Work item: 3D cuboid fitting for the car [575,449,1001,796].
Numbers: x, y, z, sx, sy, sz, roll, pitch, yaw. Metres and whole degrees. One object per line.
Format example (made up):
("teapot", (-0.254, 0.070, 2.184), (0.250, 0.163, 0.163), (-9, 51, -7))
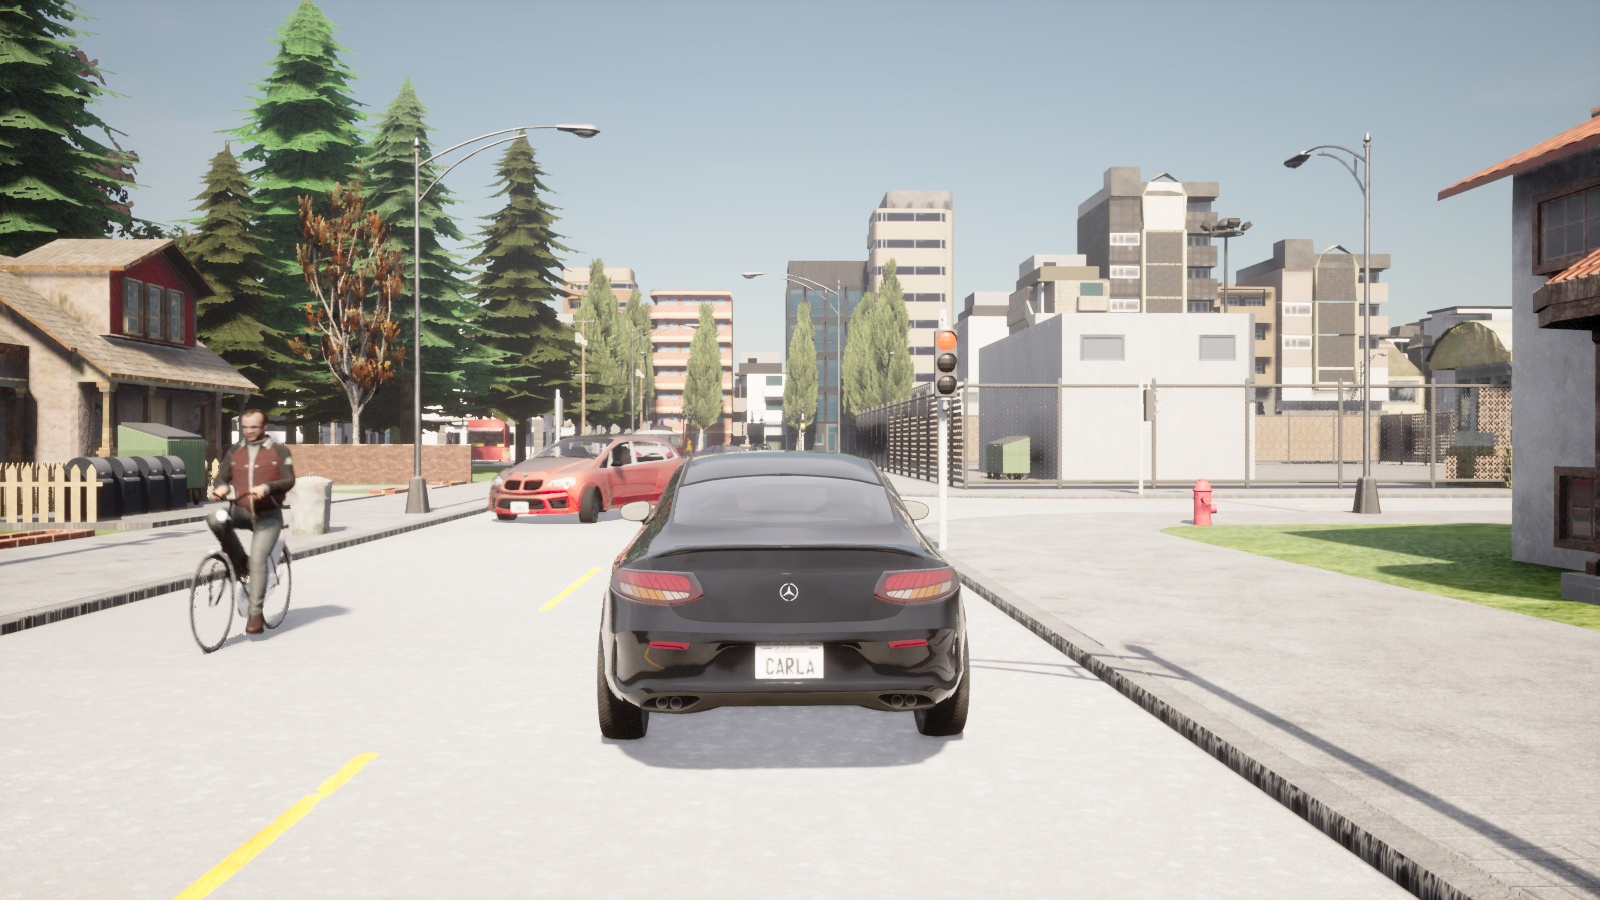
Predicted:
("car", (-0.142, 0.729, 7.674), (1.812, 1.442, 4.674), (0, 0, -2))

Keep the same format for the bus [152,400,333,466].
("bus", (-36.825, -1.130, 83.327), (10.273, 4.253, 3.944), (0, 0, -2))

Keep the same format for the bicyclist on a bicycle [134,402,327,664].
("bicyclist on a bicycle", (-4.205, 0.560, 9.428), (0.659, 1.776, 1.843), (0, 0, -2))

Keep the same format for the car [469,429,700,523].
("car", (-4.129, 0.447, 24.886), (2.242, 1.667, 4.611), (0, 0, 26))

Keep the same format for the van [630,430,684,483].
("van", (-5.522, 0.218, 49.039), (1.775, 1.987, 4.442), (0, 0, -2))

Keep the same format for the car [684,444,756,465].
("car", (-5.551, 0.300, 86.765), (2.033, 1.411, 5.357), (0, 0, -42))
